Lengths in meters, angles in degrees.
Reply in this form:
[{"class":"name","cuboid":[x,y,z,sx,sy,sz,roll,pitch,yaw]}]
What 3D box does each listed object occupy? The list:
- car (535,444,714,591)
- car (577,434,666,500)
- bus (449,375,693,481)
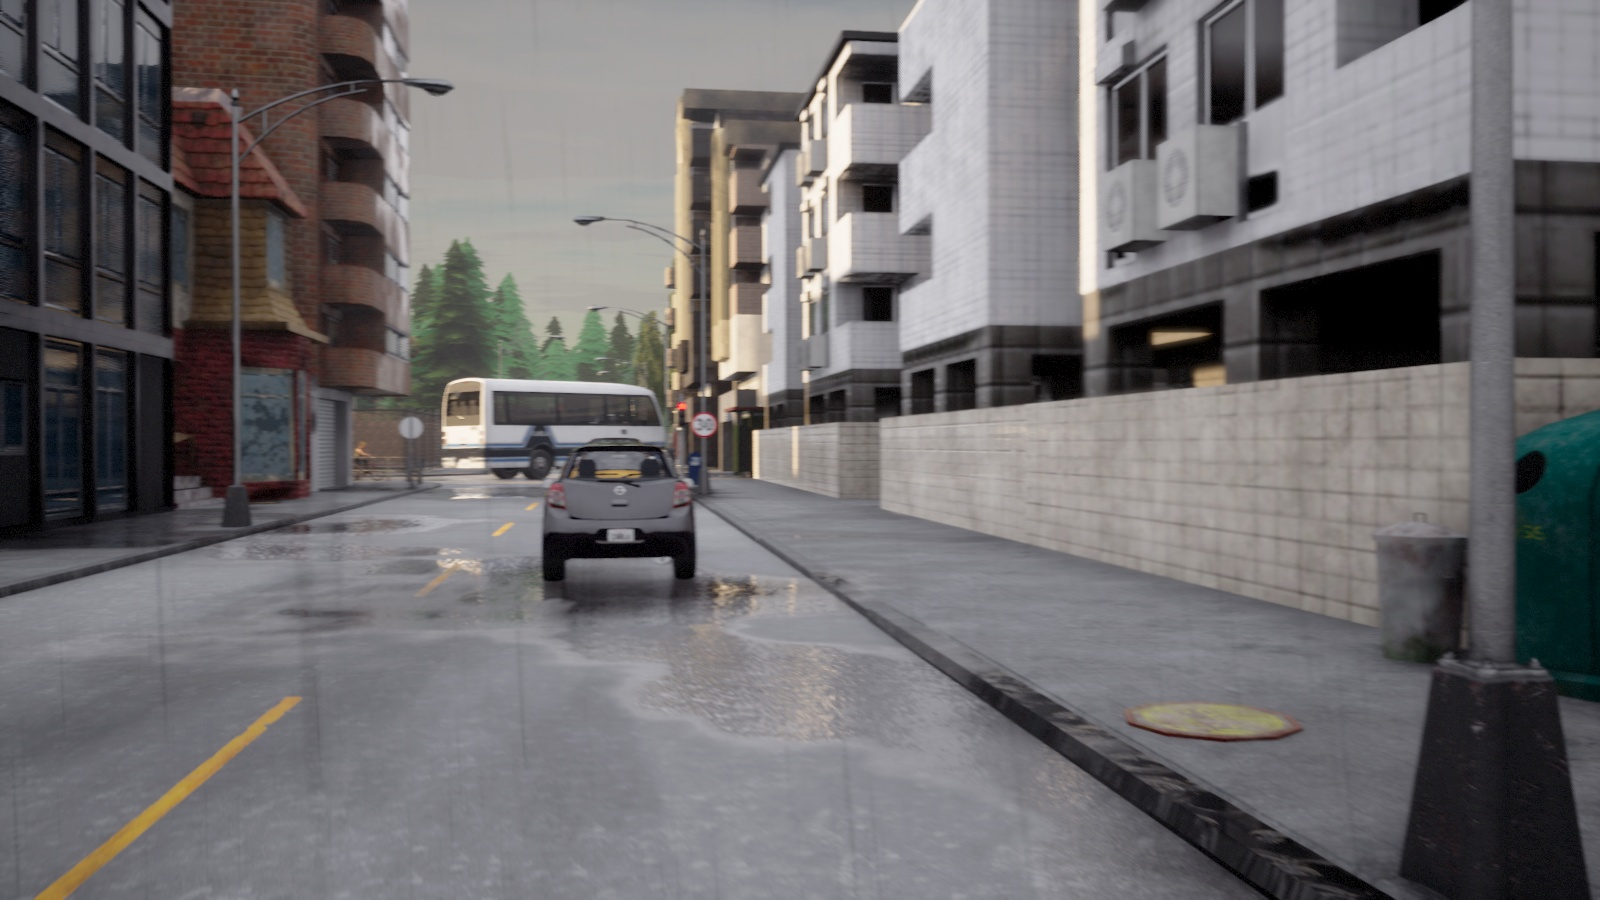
[{"class":"car","cuboid":[-2.076,0.685,14.851,1.845,1.501,3.633,0,0,-8]},{"class":"car","cuboid":[-4.864,0.418,34.165,2.242,1.667,4.611,0,0,-8]},{"class":"bus","cuboid":[-9.902,-0.917,55.648,3.944,4.253,10.273,0,0,43]}]
